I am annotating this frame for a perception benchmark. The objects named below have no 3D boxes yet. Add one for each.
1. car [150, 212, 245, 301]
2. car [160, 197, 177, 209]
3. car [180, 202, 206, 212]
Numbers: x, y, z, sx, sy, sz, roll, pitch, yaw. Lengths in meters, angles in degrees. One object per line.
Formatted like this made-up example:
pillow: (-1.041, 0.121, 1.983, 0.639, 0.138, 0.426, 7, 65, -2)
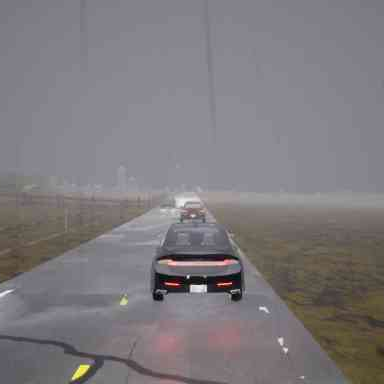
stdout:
car: (0.094, 1.485, 8.287, 2.128, 1.511, 4.902, 0, 0, 0)
car: (-2.885, 1.384, 42.055, 2.033, 1.411, 5.357, 0, 0, 0)
car: (0.068, 1.464, 25.274, 1.812, 1.442, 4.674, 0, 0, 0)
